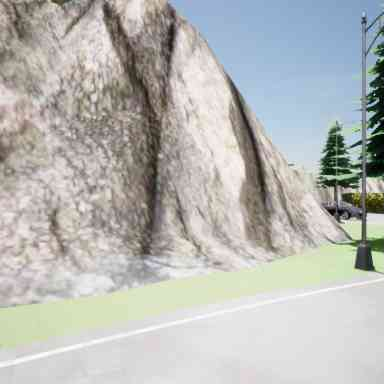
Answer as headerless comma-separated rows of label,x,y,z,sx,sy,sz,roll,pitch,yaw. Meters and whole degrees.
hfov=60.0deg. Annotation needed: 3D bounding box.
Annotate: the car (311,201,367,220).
car,12.383,1.492,28.311,2.128,1.511,4.902,0,0,-26
